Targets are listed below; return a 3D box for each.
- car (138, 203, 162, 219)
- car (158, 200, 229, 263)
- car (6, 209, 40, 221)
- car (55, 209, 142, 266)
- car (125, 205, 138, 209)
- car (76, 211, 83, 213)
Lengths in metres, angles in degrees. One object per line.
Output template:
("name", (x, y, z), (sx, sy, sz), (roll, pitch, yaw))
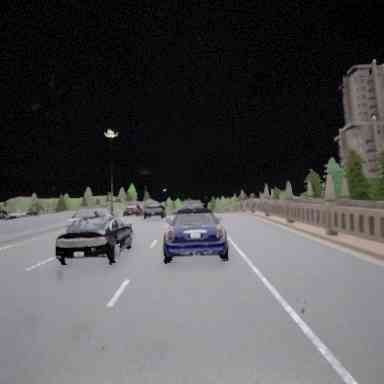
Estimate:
("car", (-3.512, 1.784, 32.232), (2.128, 1.511, 4.902), (-2, -1, 0))
("car", (0.097, 1.378, 12.429), (2.097, 1.767, 4.553), (-2, 0, 0))
("car", (-17.611, 2.518, 34.887), (1.994, 1.385, 4.181), (-2, -2, 0))
("car", (-3.395, 1.651, 12.340), (2.128, 1.511, 4.902), (-2, 0, 0))
("car", (-7.043, 2.273, 40.031), (1.812, 1.442, 4.674), (-2, -3, 0))
("car", (-6.951, 1.921, 22.809), (1.895, 1.301, 4.718), (-2, 0, 0))
